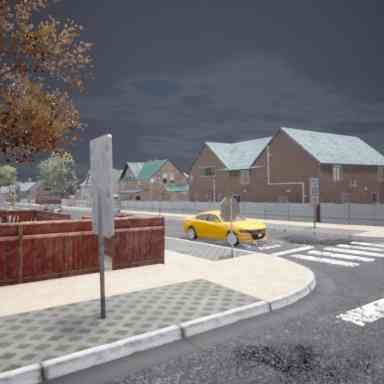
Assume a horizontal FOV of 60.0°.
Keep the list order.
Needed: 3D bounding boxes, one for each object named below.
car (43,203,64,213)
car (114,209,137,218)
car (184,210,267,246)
[{"bbox_3d":[-19.117,2.323,45.681,2.128,1.511,4.902,-2,0,-36],"label":"car"},{"bbox_3d":[-6.344,2.071,27.871,1.895,1.301,4.718,-2,0,-36],"label":"car"},{"bbox_3d":[1.558,1.719,17.002,1.882,1.535,5.008,-2,0,-37],"label":"car"}]
